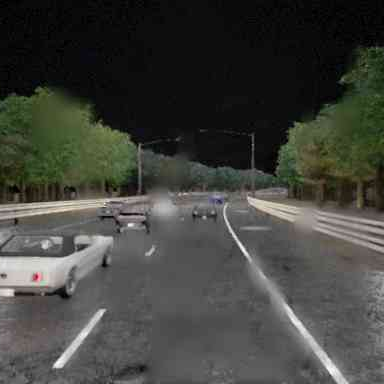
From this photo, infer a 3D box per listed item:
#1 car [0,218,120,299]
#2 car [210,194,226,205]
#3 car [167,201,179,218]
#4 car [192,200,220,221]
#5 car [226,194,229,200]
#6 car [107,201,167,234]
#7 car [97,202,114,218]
[{"bbox_3d":[-3.395,1.589,8.403,1.895,1.301,4.718,0,0,1],"label":"car"},{"bbox_3d":[4.155,1.247,55.574,1.882,1.535,5.008,0,1,8],"label":"car"},{"bbox_3d":[-2.301,1.492,30.061,1.812,1.442,4.674,0,0,4],"label":"car"},{"bbox_3d":[1.086,1.574,26.854,1.895,1.301,4.718,0,0,4],"label":"car"},{"bbox_3d":[7.077,1.058,73.879,1.994,1.385,4.181,0,1,11],"label":"car"},{"bbox_3d":[-2.994,1.469,19.225,2.128,1.511,4.902,0,0,3],"label":"car"},{"bbox_3d":[-5.931,1.514,26.682,2.033,1.411,5.357,0,0,4],"label":"car"}]
